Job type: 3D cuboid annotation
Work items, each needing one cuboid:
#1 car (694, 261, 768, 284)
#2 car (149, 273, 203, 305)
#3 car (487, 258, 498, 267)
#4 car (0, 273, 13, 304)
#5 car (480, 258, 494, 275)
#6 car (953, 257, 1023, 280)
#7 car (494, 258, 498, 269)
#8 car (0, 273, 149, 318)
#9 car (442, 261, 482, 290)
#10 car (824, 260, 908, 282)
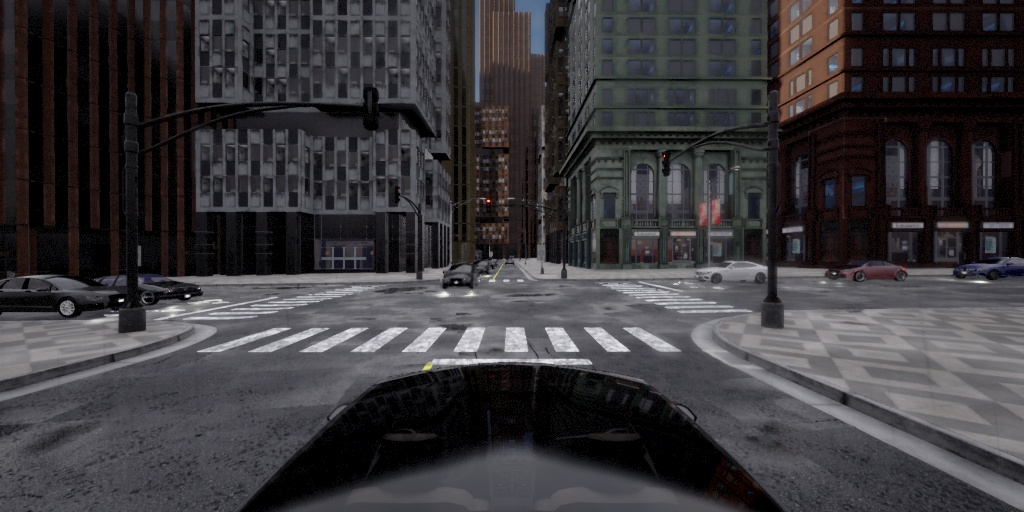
[{"bbox_3d":[14.594,1.037,23.787,4.674,1.442,1.812,-1,0,-1],"label":"car"},{"bbox_3d":[-17.867,1.524,17.046,5.357,1.411,2.033,-1,0,5],"label":"car"},{"bbox_3d":[-3.456,1.186,64.613,1.837,1.490,4.892,0,0,0],"label":"car"},{"bbox_3d":[-27.353,1.610,16.963,4.892,1.490,1.837,-1,0,0],"label":"car"},{"bbox_3d":[-3.260,1.232,38.174,1.837,1.490,4.892,0,1,0],"label":"car"},{"bbox_3d":[32.375,0.811,23.836,4.674,1.442,1.812,-1,0,-1],"label":"car"},{"bbox_3d":[-3.371,1.310,50.755,1.895,1.301,4.718,0,0,0],"label":"car"},{"bbox_3d":[-17.423,1.492,13.740,4.892,1.490,1.837,-1,0,0],"label":"car"},{"bbox_3d":[-3.151,1.255,22.573,1.837,1.490,4.892,0,0,0],"label":"car"},{"bbox_3d":[23.416,0.962,23.812,4.181,1.385,1.994,-1,0,0],"label":"car"}]
